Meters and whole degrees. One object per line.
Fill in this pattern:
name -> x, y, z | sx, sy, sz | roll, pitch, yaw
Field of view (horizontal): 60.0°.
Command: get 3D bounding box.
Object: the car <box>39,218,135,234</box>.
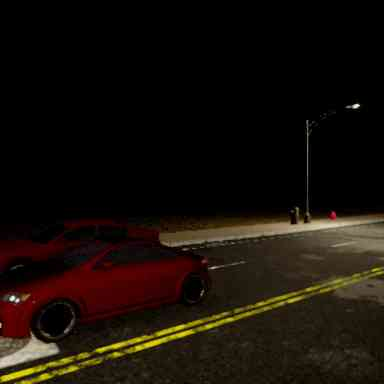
car -> -3.237, 1.542, 9.418 | 5.008, 1.535, 1.882 | 0, 0, -37

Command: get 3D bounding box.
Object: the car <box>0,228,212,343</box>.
car -> -1.629, 1.608, 6.568 | 4.181, 1.385, 1.994 | 0, 0, -37
